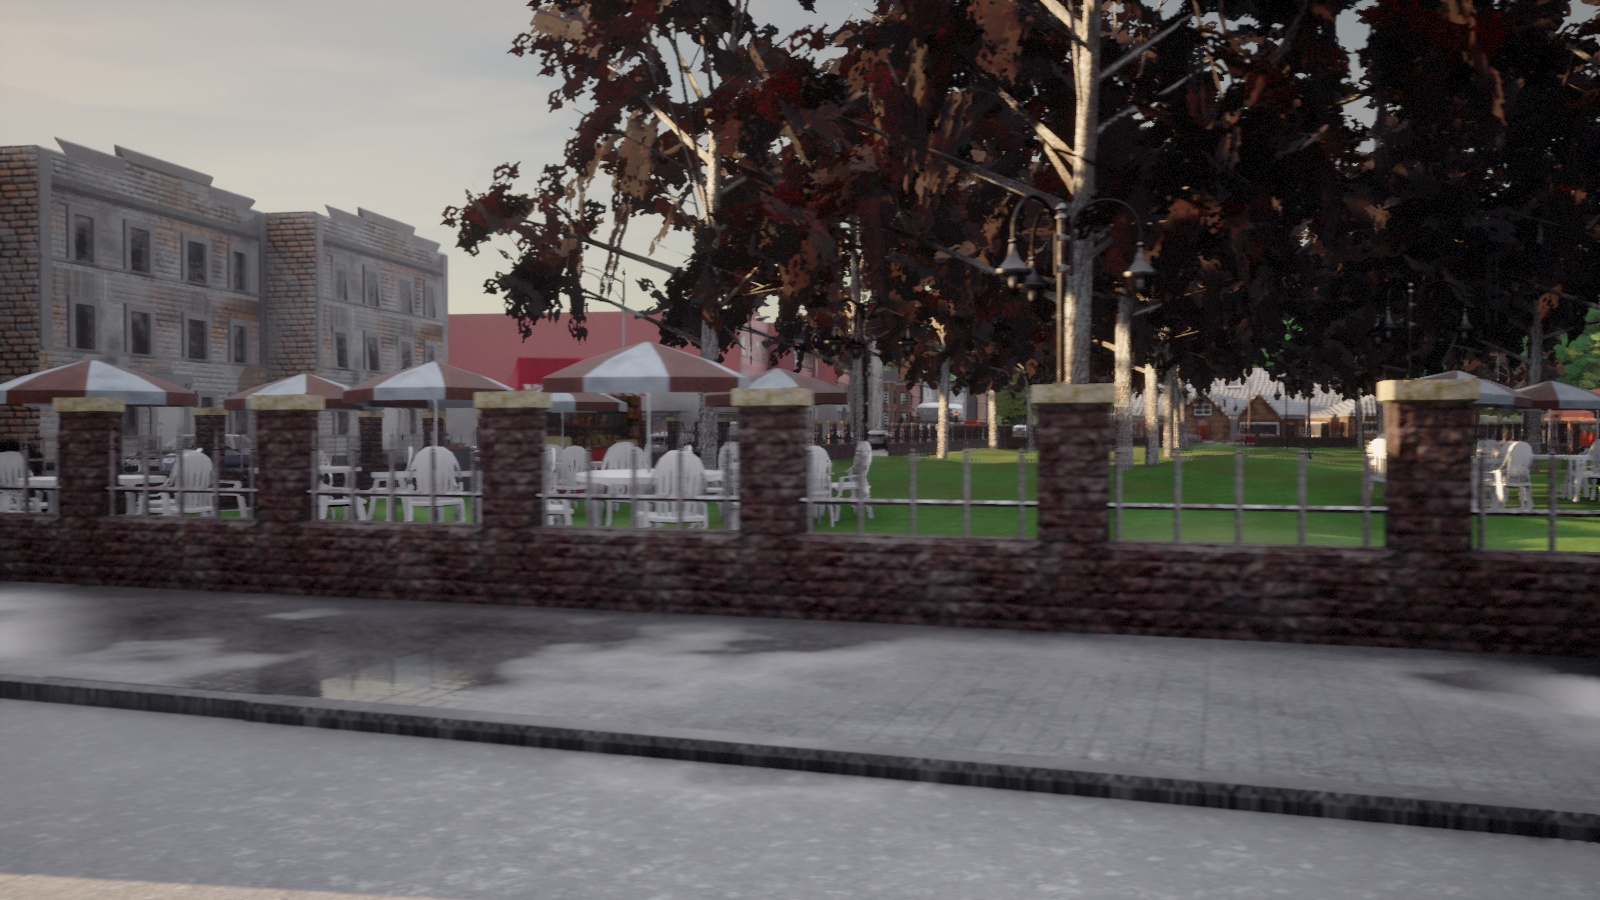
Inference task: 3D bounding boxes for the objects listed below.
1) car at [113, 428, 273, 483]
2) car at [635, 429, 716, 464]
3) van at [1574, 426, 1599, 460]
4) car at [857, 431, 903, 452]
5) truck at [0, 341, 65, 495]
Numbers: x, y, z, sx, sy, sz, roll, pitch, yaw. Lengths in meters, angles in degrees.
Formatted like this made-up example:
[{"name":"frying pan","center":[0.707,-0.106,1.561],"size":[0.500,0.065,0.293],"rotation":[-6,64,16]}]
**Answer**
[{"name":"car","center":[-17.093,0.111,35.535],"size":[1.970,1.475,3.806],"rotation":[1,1,19]},{"name":"car","center":[-5.618,-0.203,57.141],"size":[2.007,1.525,4.514],"rotation":[1,1,18]},{"name":"van","center":[48.621,-0.424,76.247],"size":[1.775,1.987,4.442],"rotation":[1,1,19]},{"name":"car","center":[5.848,-0.652,91.168],"size":[2.163,1.488,4.792],"rotation":[1,1,19]},{"name":"truck","center":[-20.099,-0.703,26.541],"size":[2.891,3.462,7.936],"rotation":[1,1,19]}]
